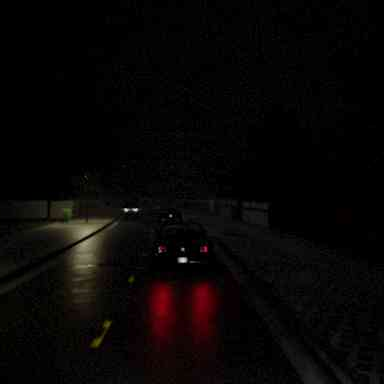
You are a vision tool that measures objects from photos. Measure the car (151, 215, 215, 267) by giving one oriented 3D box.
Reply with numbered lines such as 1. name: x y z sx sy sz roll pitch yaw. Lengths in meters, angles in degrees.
1. car: -0.385 1.714 11.891 1.895 1.301 4.718 0 -1 -3

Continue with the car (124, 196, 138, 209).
1. car: -10.703 1.797 58.351 2.150 2.045 5.566 0 -1 -14

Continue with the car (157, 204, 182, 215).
1. car: -1.984 1.753 28.763 1.882 1.535 5.008 0 0 -7
